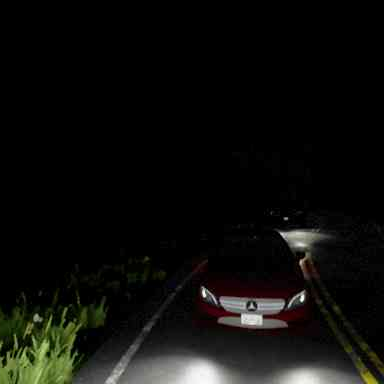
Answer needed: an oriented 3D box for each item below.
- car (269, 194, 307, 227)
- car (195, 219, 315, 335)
[{"bbox_3d":[6.660,1.197,22.785,2.150,2.045,5.566,-2,0,21],"label":"car"},{"bbox_3d":[1.282,1.540,6.981,1.812,1.442,4.674,-1,0,11],"label":"car"}]
